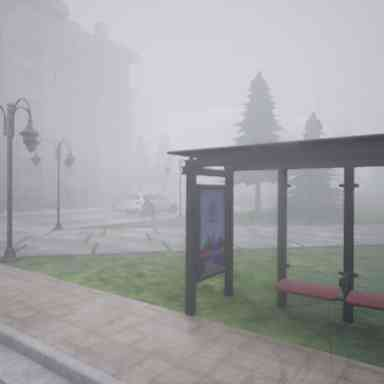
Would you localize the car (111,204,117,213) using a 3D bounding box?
[{"bbox_3d":[-5.858,1.422,33.482,1.895,1.301,4.718,0,0,36],"label":"car"}]

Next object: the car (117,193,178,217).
[{"bbox_3d":[-3.666,1.067,30.219,2.150,2.045,5.566,1,0,37],"label":"car"}]

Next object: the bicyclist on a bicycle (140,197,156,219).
[{"bbox_3d":[-3.251,1.172,24.353,1.656,1.620,0.582,0,0,36],"label":"bicyclist on a bicycle"}]

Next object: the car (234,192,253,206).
[{"bbox_3d":[7.587,1.046,51.772,2.150,2.045,5.566,0,0,36],"label":"car"}]
